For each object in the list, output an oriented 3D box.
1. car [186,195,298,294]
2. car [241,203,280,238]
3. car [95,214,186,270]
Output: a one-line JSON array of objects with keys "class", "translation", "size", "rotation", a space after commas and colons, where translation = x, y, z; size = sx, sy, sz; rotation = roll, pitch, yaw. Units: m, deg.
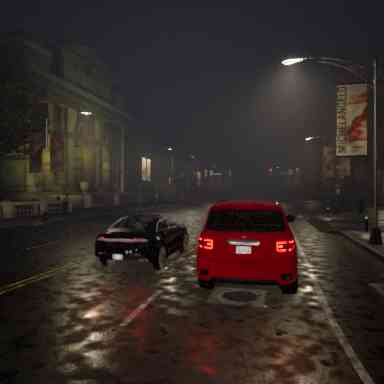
[{"class": "car", "translation": [1.602, 1.221, 9.084], "size": [2.150, 2.045, 5.566], "rotation": [0, 0, 13]}, {"class": "car", "translation": [3.962, 1.478, 18.744], "size": [1.882, 1.535, 5.008], "rotation": [0, 0, 14]}, {"class": "car", "translation": [-1.437, 1.492, 11.157], "size": [2.128, 1.511, 4.902], "rotation": [0, 0, 13]}]
